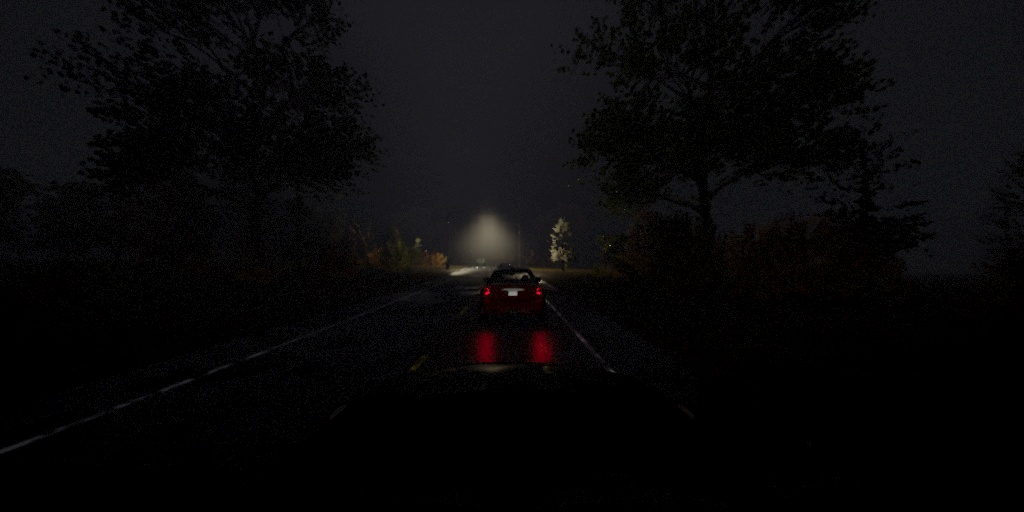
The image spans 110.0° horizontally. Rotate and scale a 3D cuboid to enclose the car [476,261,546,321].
[{"bbox_3d":[0.004,1.178,13.030,2.097,1.767,4.553,0,0,-1],"label":"car"}]
